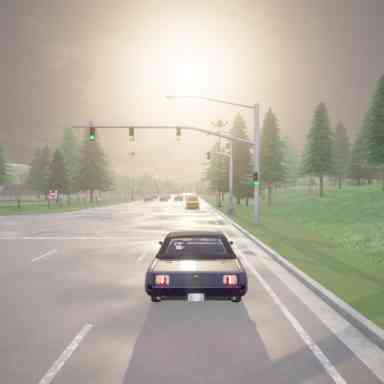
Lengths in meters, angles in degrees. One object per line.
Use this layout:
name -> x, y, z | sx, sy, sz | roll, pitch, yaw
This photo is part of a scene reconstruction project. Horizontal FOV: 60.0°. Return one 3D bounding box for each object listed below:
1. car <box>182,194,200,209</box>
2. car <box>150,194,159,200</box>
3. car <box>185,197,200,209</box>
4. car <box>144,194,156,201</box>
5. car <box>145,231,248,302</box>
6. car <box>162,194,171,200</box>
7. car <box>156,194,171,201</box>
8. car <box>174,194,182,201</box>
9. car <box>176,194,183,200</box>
car -> -0.020, 1.079, 46.399 | 1.882, 1.535, 5.008 | -3, 17, -2
car -> -10.317, 1.332, 90.914 | 1.837, 1.490, 4.892 | 0, 0, 0
car -> 0.071, 1.576, 49.853 | 2.033, 1.411, 5.357 | -1, 1, 0
car -> -10.338, 1.531, 80.494 | 2.033, 1.411, 5.357 | 0, 0, 0
car -> 0.095, 1.601, 8.185 | 1.895, 1.301, 4.718 | 0, 0, 1
car -> -6.817, 1.372, 90.907 | 2.033, 1.411, 5.357 | 0, 0, 0
car -> -6.838, 1.531, 80.487 | 2.033, 1.411, 5.357 | 0, 0, 0
car -> -3.337, 1.545, 80.896 | 1.994, 1.385, 4.181 | 0, 0, 0
car -> -3.317, 1.357, 90.900 | 1.812, 1.442, 4.674 | 0, 0, 0
